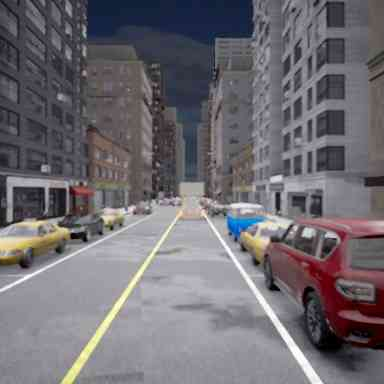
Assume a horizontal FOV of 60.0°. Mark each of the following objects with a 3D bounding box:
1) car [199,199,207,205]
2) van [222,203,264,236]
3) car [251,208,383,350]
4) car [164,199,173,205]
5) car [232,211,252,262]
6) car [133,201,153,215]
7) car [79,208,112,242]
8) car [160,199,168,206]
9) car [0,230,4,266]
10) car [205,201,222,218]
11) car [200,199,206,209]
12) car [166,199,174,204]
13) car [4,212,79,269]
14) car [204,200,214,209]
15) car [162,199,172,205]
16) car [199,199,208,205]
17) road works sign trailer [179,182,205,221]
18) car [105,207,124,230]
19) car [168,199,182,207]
[{"bbox_3d":[2.699,2.425,83.375,1.887,1.381,4.507,-1,-1,0],"label":"car"},{"bbox_3d":[2.739,1.511,17.319,1.690,1.788,3.998,-1,-1,0],"label":"van"},{"bbox_3d":[2.746,1.377,6.311,2.192,1.841,5.009,-1,-1,0],"label":"car"},{"bbox_3d":[-5.826,2.431,83.369,2.008,1.369,4.403,-1,-1,0],"label":"car"},{"bbox_3d":[2.745,1.643,11.983,1.752,1.417,4.829,-1,-1,0],"label":"car"},{"bbox_3d":[-5.799,1.838,39.332,1.967,1.590,4.097,-1,-1,0],"label":"car"},{"bbox_3d":[-5.783,1.736,17.311,1.947,1.339,4.313,-1,-1,0],"label":"car"},{"bbox_3d":[-5.820,2.197,72.361,1.967,1.590,4.097,-1,-1,0],"label":"car"},{"bbox_3d":[-5.777,1.502,6.303,1.967,1.590,4.097,-1,-1,0],"label":"car"},{"bbox_3d":[2.731,1.890,33.831,2.008,1.369,4.403,-1,-1,0],"label":"car"},{"bbox_3d":[2.719,1.956,50.347,1.967,1.590,4.097,-1,-1,0],"label":"car"},{"bbox_3d":[-5.830,2.486,88.875,1.887,1.381,4.507,-1,-1,0],"label":"car"},{"bbox_3d":[-5.779,1.639,11.636,1.752,1.417,4.829,-1,-1,0],"label":"car"},{"bbox_3d":[2.727,1.943,39.336,1.887,1.381,4.507,-1,-1,0],"label":"car"},{"bbox_3d":[-5.823,2.384,77.865,1.947,1.339,4.313,-1,-1,0],"label":"car"},{"bbox_3d":[2.702,2.363,77.870,1.887,1.381,4.507,-1,-1,0],"label":"car"},{"bbox_3d":[-0.007,0.774,30.979,2.380,3.560,2.880,0,-1,0],"label":"road works sign trailer"},{"bbox_3d":[-5.787,1.749,22.647,1.752,1.417,4.829,-1,-1,0],"label":"car"},{"bbox_3d":[-3.057,2.177,65.320,2.128,1.511,4.902,0,-1,0],"label":"car"}]
